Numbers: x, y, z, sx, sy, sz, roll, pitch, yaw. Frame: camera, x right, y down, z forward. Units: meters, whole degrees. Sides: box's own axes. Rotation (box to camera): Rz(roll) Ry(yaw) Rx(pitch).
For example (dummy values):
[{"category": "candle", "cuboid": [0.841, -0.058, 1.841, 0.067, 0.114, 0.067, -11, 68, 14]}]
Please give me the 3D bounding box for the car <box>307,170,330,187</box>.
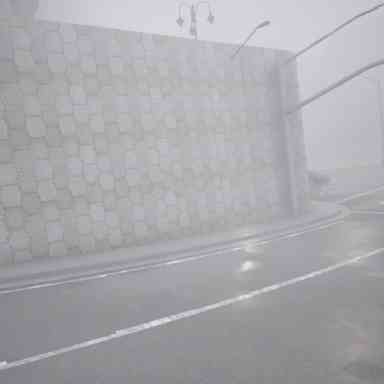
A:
[{"category": "car", "cuboid": [10.712, -1.352, 31.807, 1.837, 1.490, 4.892, -11, 8, -35]}]
